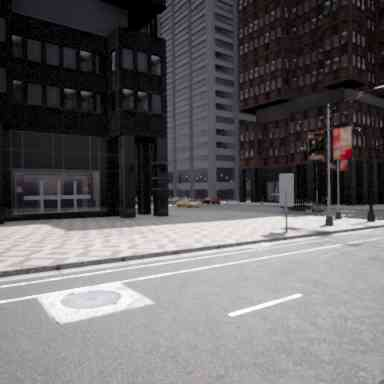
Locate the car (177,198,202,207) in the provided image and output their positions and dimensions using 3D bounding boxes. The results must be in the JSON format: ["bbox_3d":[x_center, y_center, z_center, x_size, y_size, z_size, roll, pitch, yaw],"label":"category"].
[{"bbox_3d":[-0.390,1.687,53.746,1.994,1.385,4.181,-1,0,-35],"label":"car"}]

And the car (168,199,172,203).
[{"bbox_3d":[-1.571,1.646,60.751,2.033,1.411,5.357,-1,0,-35],"label":"car"}]

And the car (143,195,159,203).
[{"bbox_3d":[-9.479,1.567,76.508,1.967,1.590,4.097,-1,1,-36],"label":"car"}]

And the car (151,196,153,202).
[{"bbox_3d":[-7.766,1.627,69.366,1.812,1.442,4.674,-1,0,-36],"label":"car"}]

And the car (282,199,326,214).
[{"bbox_3d":[12.112,1.551,36.215,1.837,1.490,4.892,-1,1,-36],"label":"car"}]

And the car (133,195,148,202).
[{"bbox_3d":[-12.633,1.590,80.922,1.967,1.590,4.097,-1,1,-36],"label":"car"}]

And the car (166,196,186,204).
[{"bbox_3d":[-3.269,1.608,67.819,1.752,1.417,4.829,-1,1,-36],"label":"car"}]

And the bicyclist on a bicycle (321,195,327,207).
[{"bbox_3d":[17.415,1.222,43.805,1.656,1.620,0.582,-1,1,-36],"label":"bicyclist on a bicycle"}]

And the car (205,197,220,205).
[{"bbox_3d":[3.138,1.584,58.853,1.887,1.381,4.507,-1,1,-36],"label":"car"}]

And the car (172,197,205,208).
[{"bbox_3d":[-0.548,1.678,49.349,1.752,1.417,4.829,-1,1,-36],"label":"car"}]
